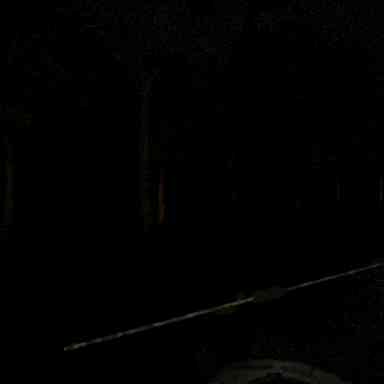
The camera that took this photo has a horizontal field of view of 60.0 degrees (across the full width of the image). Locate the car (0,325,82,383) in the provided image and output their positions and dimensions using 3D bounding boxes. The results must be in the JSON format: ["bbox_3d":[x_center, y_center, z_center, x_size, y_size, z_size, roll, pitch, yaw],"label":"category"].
[{"bbox_3d":[-3.034,1.499,1.579,4.902,1.511,2.128,0,0,-36],"label":"car"}]
